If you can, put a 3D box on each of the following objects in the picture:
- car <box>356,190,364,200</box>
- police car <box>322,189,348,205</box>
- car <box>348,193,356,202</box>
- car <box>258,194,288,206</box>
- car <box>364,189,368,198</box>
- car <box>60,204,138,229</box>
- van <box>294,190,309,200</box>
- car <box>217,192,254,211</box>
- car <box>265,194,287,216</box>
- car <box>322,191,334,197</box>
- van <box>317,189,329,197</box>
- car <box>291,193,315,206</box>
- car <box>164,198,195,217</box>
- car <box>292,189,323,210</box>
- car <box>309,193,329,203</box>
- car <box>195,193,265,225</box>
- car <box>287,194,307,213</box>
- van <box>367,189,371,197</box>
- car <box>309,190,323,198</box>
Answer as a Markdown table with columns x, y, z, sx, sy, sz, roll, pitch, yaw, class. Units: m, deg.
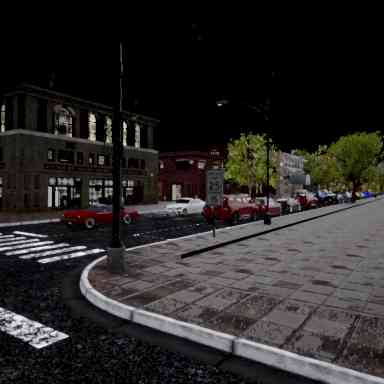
| x | y | z | sx | sy | sz | roll | pitch | yaw | class |
| --- | --- | --- | --- | --- | --- | --- | --- | --- | --- |
| 30.928 | 0.750 | 63.277 | 1.802 | 1.307 | 4.206 | 1 | 2 | 34 | car |
| 19.838 | 0.847 | 46.376 | 1.930 | 1.638 | 5.238 | 1 | 1 | 35 | police car |
| 23.707 | 0.690 | 52.040 | 2.097 | 1.767 | 4.553 | 1 | 1 | 35 | car |
| 10.766 | 1.000 | 44.117 | 2.033 | 1.411 | 5.357 | 1 | 1 | 35 | car |
| 34.165 | 0.622 | 67.983 | 1.752 | 1.417 | 4.829 | 1 | 2 | 34 | car |
| -5.583 | 1.401 | 20.401 | 1.895 | 1.301 | 4.718 | 1 | 1 | 34 | car |
| 20.877 | 0.504 | 63.440 | 1.690 | 1.788 | 3.998 | 1 | 2 | 34 | van |
| 4.729 | 0.933 | 35.389 | 2.097 | 1.767 | 4.553 | 1 | 1 | 35 | car |
| 5.808 | 1.152 | 26.734 | 1.967 | 1.590 | 4.097 | 1 | 2 | 34 | car |
| 33.436 | 0.437 | 81.715 | 2.008 | 1.369 | 4.403 | 1 | 2 | 34 | car |
| 30.298 | 0.297 | 77.142 | 1.690 | 1.788 | 3.998 | 1 | 2 | 34 | van |
| 14.988 | 0.970 | 44.754 | 1.812 | 1.442 | 4.674 | 1 | 1 | 35 | car |
| -0.400 | 1.216 | 27.944 | 1.812 | 1.442 | 4.674 | 1 | 1 | 35 | car |
| 12.090 | 0.892 | 35.867 | 2.192 | 1.841 | 5.009 | 1 | 2 | 34 | car |
| 19.997 | 0.860 | 52.139 | 1.812 | 1.442 | 4.674 | 1 | 1 | 35 | car |
| 2.669 | 1.093 | 22.164 | 2.192 | 1.841 | 5.009 | 1 | 1 | 34 | car |
| 8.947 | 1.195 | 31.305 | 2.008 | 1.369 | 4.403 | 1 | 2 | 34 | car |
| 40.351 | 0.301 | 76.974 | 1.690 | 1.788 | 3.998 | 1 | 2 | 34 | van |
| 27.157 | 0.465 | 72.578 | 1.967 | 1.590 | 4.097 | 1 | 2 | 34 | car |
